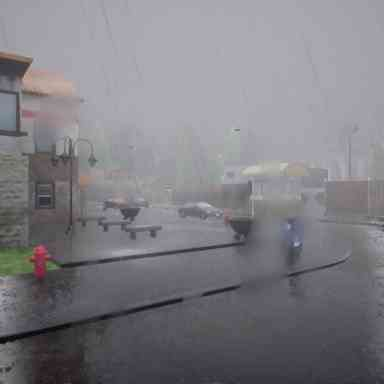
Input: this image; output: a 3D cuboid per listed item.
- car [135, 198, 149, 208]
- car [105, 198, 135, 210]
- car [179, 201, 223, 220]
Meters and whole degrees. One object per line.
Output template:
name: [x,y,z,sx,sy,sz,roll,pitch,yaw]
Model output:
car: [-7.727,1.526,46.754,1.812,1.442,4.674,0,0,-39]
car: [-9.572,1.478,42.442,1.882,1.535,5.008,0,0,-35]
car: [0.640,1.526,27.974,1.812,1.442,4.674,0,0,-36]
